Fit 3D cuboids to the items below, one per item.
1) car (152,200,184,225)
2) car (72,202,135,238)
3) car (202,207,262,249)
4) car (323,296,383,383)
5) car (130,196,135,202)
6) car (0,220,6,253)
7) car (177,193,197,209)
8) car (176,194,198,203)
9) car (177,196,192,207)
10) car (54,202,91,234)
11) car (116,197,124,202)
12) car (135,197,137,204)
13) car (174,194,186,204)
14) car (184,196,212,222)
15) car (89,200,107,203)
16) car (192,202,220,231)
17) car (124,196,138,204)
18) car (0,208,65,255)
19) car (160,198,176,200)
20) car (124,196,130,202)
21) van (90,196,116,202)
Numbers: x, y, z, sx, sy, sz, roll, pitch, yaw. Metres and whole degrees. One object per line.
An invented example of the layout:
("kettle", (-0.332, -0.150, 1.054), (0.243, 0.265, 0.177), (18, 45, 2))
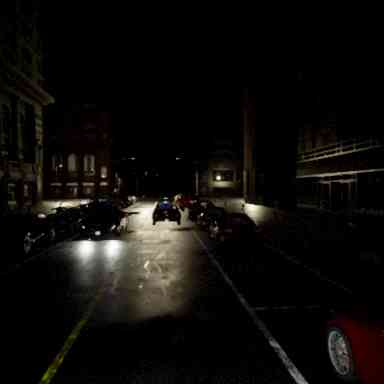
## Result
("car", (-1.777, 1.498, 23.189), (1.895, 1.301, 4.718), (0, 0, -5))
("car", (-4.508, 1.489, 17.840), (2.033, 1.411, 5.357), (0, 0, -5))
("car", (1.696, 1.501, 13.852), (1.802, 1.307, 4.206), (-1, 0, -5))
("car", (2.646, 1.550, 2.619), (1.802, 1.307, 4.206), (-1, 0, -5))
("car", (-9.647, 1.414, 46.828), (1.947, 1.339, 4.313), (-1, 0, -5))
("car", (-6.323, 1.570, 7.512), (1.947, 1.339, 4.313), (-1, 0, -5))
("car", (-0.681, 1.122, 41.931), (2.192, 1.841, 5.009), (-1, 0, -5))
("car", (-0.206, 1.143, 36.314), (2.192, 1.841, 5.009), (-1, 0, -5))
("car", (-1.153, 1.353, 47.548), (1.947, 1.339, 4.313), (-1, 0, -5))
("car", (-7.273, 1.506, 18.745), (2.008, 1.369, 4.403), (-1, 0, -5))
("car", (-8.683, 1.414, 35.425), (1.752, 1.417, 4.829), (-1, 0, -5))
("car", (-10.122, 1.395, 52.444), (1.947, 1.339, 4.313), (-1, 0, -5))
("car", (-2.104, 1.190, 58.780), (1.967, 1.590, 4.097), (-1, 0, -5))
("car", (0.745, 1.312, 25.084), (1.967, 1.590, 4.097), (-1, 0, -5))
("car", (-7.747, 1.514, 24.362), (1.802, 1.307, 4.206), (-1, 0, -5))
("car", (1.221, 1.477, 19.469), (1.802, 1.307, 4.206), (-1, 0, -5))
("car", (-10.597, 1.361, 58.061), (2.008, 1.369, 4.403), (-1, 0, -5))
("car", (-6.798, 1.545, 13.128), (1.947, 1.339, 4.313), (-1, 0, -5))
("car", (-3.033, 1.388, 37.821), (2.033, 1.411, 5.357), (0, 0, -4))
("car", (-9.172, 1.450, 41.212), (1.802, 1.307, 4.206), (-1, 0, -5))
("van", (-8.225, 1.251, 29.977), (1.690, 1.788, 3.998), (-1, 0, -5))
